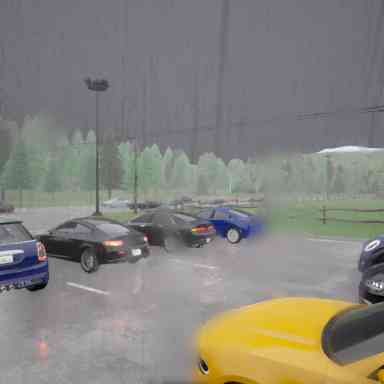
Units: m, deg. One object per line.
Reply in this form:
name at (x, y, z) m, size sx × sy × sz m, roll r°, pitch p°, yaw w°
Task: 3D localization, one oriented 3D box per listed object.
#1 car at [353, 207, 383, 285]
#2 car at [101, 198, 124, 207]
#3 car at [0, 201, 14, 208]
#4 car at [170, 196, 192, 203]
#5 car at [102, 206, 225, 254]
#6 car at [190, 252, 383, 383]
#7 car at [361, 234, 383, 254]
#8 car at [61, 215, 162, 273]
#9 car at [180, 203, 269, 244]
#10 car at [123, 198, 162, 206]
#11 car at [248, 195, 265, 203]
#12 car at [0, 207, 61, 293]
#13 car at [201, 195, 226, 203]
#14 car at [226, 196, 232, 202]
car at (6.524, 1.352, 7.937) m, size 4.553 × 1.767 × 2.097 m, roll 0°, pitch 0°, yaw 35°
car at (-10.757, 1.526, 47.305) m, size 1.812 × 1.442 × 4.674 m, roll 0°, pitch 0°, yaw 36°
car at (-20.087, 1.564, 33.180) m, size 1.994 × 1.385 × 4.181 m, roll 0°, pitch 0°, yaw 31°
car at (-1.933, 1.499, 59.396) m, size 1.837 × 1.490 × 4.892 m, roll 0°, pitch 2°, yaw 36°
car at (-1.356, 1.505, 13.502) m, size 4.892 × 1.490 × 1.837 m, roll 0°, pitch 0°, yaw 36°
car at (2.289, 1.478, 2.362) m, size 5.008 × 1.535 × 1.882 m, roll 0°, pitch 0°, yaw 35°
car at (5.069, 1.492, 4.677) m, size 4.902 × 1.511 × 2.128 m, roll 0°, pitch 0°, yaw 35°
car at (-3.408, 1.526, 10.665) m, size 4.674 × 1.442 × 1.812 m, roll 0°, pitch 0°, yaw 36°
car at (1.164, 1.478, 15.996) m, size 5.008 × 1.535 × 1.882 m, roll 0°, pitch 0°, yaw 36°
car at (-5.948, 1.601, 42.000) m, size 1.895 × 1.301 × 4.718 m, roll 0°, pitch 0°, yaw 36°
car at (13.343, 1.352, 68.320) m, size 2.097 × 1.767 × 4.553 m, roll 0°, pitch 0°, yaw 36°
car at (-5.400, 1.352, 7.785) m, size 4.553 × 1.767 × 2.097 m, roll 0°, pitch 0°, yaw 36°
car at (3.203, 1.525, 54.571) m, size 1.812 × 1.442 × 4.674 m, roll 0°, pitch 0°, yaw 36°
car at (6.740, 1.477, 71.145) m, size 1.882 × 1.535 × 5.008 m, roll 0°, pitch 0°, yaw 36°
